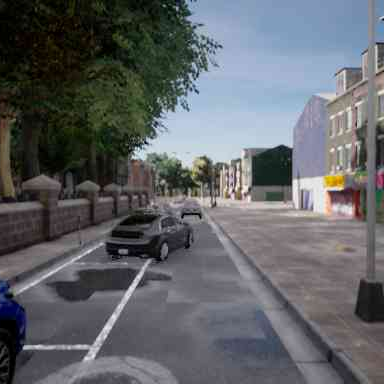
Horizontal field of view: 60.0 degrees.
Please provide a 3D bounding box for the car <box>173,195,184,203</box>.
[{"bbox_3d":[-2.943,1.668,68.754,1.967,1.590,4.097,-1,0,0],"label":"car"}]

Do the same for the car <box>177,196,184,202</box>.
[{"bbox_3d":[-3.036,1.888,90.492,1.887,1.381,4.507,-1,0,0],"label":"car"}]

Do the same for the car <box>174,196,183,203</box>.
[{"bbox_3d":[-2.966,1.695,74.189,1.967,1.590,4.097,-1,0,0],"label":"car"}]

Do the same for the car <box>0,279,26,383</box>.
[{"bbox_3d":[-2.986,1.230,1.493,2.150,2.045,5.566,0,0,0],"label":"car"}]

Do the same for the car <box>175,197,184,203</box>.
[{"bbox_3d":[-2.988,1.849,79.623,1.947,1.339,4.313,-1,0,0],"label":"car"}]

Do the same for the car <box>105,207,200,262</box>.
[{"bbox_3d":[-1.355,1.526,12.284,1.837,1.490,4.892,1,0,17],"label":"car"}]

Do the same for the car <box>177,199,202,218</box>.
[{"bbox_3d":[-0.049,1.617,31.060,2.033,1.411,5.357,0,0,0],"label":"car"}]

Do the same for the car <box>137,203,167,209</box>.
[{"bbox_3d":[-2.725,1.580,19.057,1.887,1.381,4.507,0,0,0],"label":"car"}]

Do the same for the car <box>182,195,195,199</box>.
[{"bbox_3d":[-0.118,1.611,48.080,1.882,1.535,5.008,0,0,0],"label":"car"}]

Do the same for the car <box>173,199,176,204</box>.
[{"bbox_3d":[-2.774,1.633,30.434,1.947,1.339,4.313,-1,0,0],"label":"car"}]

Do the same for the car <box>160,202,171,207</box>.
[{"bbox_3d":[-2.750,1.601,24.746,2.008,1.369,4.403,-1,0,0],"label":"car"}]
